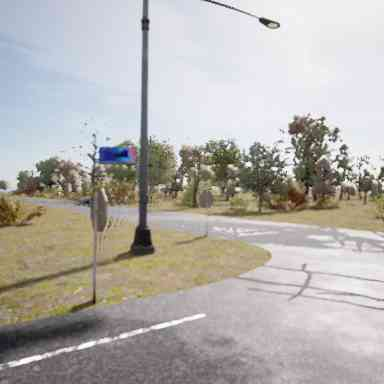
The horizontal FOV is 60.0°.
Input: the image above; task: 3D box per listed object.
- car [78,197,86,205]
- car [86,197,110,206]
[{"bbox_3d":[-18.820,1.600,59.115,1.837,1.490,4.892,1,0,-34],"label":"car"},{"bbox_3d":[-14.827,1.653,53.202,2.033,1.411,5.357,1,0,-33],"label":"car"}]
